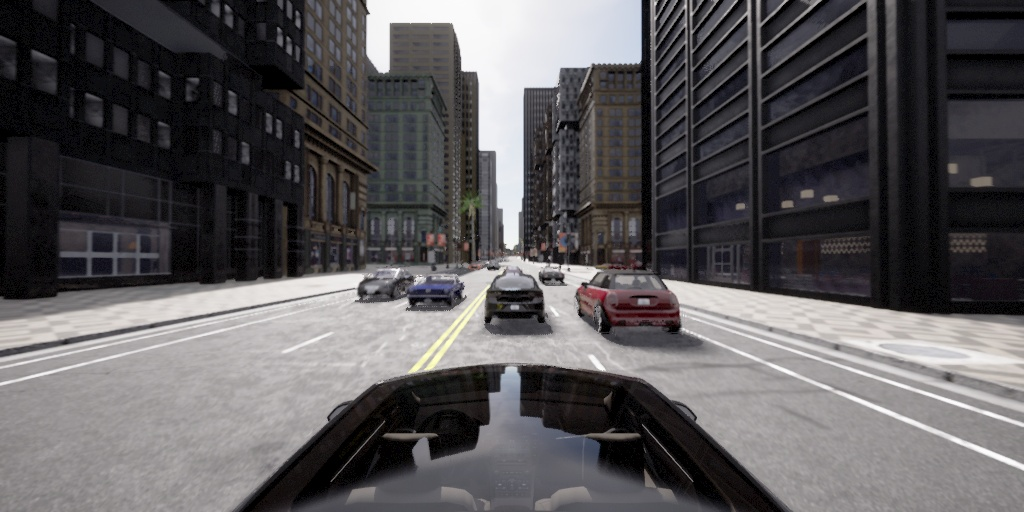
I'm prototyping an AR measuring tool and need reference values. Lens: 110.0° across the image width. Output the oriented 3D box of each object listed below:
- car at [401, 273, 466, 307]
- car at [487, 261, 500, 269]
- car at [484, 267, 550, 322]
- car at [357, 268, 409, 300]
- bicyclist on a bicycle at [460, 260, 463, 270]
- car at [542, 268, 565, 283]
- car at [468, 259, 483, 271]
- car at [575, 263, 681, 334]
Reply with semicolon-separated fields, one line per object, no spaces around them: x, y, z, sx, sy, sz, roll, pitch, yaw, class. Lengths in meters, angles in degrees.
-3.358;1.511;16.552;1.895;1.301;4.718;0;-1;0;car
-3.277;1.753;63.851;2.097;1.767;4.553;0;0;0;car
0.084;1.348;12.874;1.882;1.535;5.008;0;0;0;car
-6.608;1.430;19.277;2.128;1.511;4.902;0;-1;0;car
-8.777;1.589;62.743;0.582;1.620;1.656;0;0;0;bicyclist on a bicycle
3.334;1.658;31.212;1.895;1.301;4.718;0;-1;0;car
-6.528;1.710;63.850;2.097;1.767;4.553;0;0;0;car
3.330;1.204;11.216;2.097;1.767;4.553;0;-1;0;car
